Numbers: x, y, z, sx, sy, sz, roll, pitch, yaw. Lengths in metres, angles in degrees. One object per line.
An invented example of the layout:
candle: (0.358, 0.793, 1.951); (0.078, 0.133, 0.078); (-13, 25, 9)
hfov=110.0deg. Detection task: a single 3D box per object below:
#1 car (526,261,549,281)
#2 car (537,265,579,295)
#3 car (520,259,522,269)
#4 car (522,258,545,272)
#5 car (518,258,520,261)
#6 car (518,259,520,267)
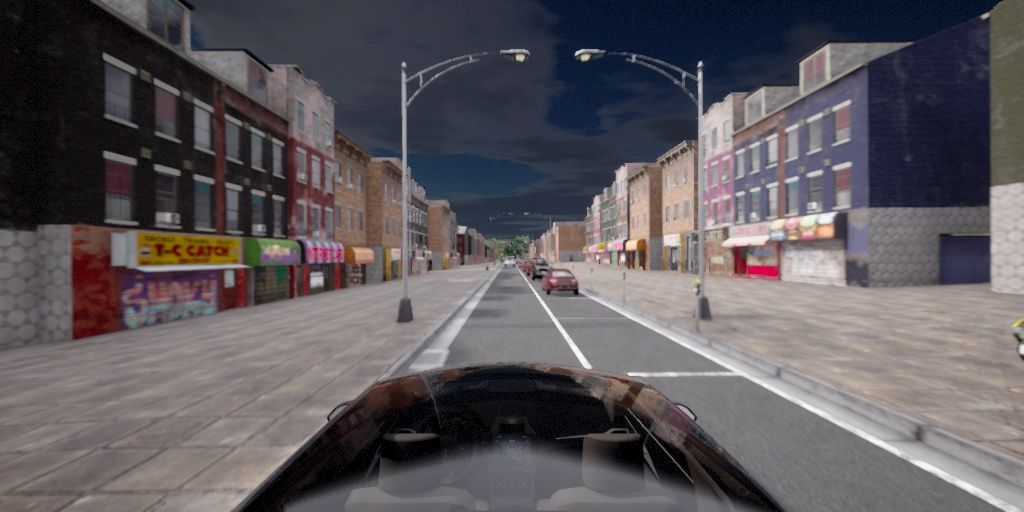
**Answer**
car: (2.472, 1.334, 30.391); (1.948, 1.339, 4.313); (0, 0, 0)
car: (2.542, 1.329, 19.458); (1.802, 1.307, 4.207); (0, 0, 0)
car: (2.368, 1.364, 46.791); (1.888, 1.381, 4.507); (0, 0, 0)
car: (2.437, 1.097, 35.857); (2.192, 1.841, 5.009); (0, 0, 0)
car: (2.298, 1.391, 57.894); (1.751, 1.417, 4.829); (0, 0, 0)
car: (2.333, 1.407, 52.257); (1.948, 1.339, 4.313); (0, 0, 0)
